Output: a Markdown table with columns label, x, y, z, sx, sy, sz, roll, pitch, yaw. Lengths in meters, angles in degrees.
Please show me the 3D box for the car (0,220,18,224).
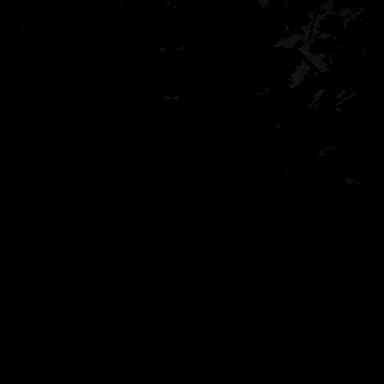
| label | x | y | z | sx | sy | sz | roll | pitch | yaw |
| --- | --- | --- | --- | --- | --- | --- | --- | --- | --- |
| car | -20.127 | 4.334 | 34.518 | 5.566 | 2.045 | 2.435 | 2 | 1 | 17 |
